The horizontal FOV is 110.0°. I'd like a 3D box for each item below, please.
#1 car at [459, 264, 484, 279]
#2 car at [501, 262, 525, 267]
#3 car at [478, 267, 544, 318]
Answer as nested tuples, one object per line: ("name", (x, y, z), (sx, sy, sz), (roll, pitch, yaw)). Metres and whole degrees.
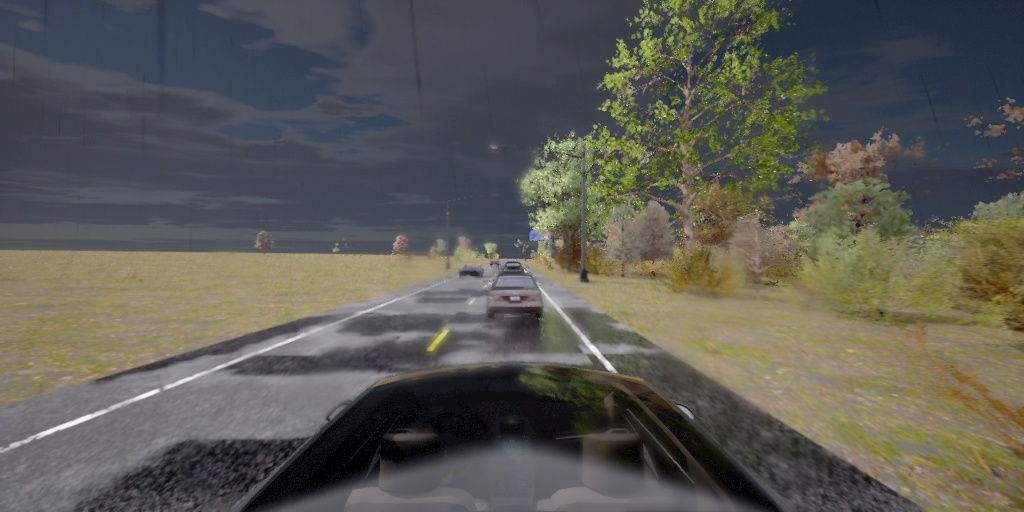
("car", (-3.594, 1.358, 32.209), (1.895, 1.301, 4.718), (0, 0, 0))
("car", (0.104, 1.262, 32.124), (1.837, 1.490, 4.892), (0, 0, 0))
("car", (0.102, 1.299, 13.021), (2.033, 1.411, 5.357), (0, 0, 0))
